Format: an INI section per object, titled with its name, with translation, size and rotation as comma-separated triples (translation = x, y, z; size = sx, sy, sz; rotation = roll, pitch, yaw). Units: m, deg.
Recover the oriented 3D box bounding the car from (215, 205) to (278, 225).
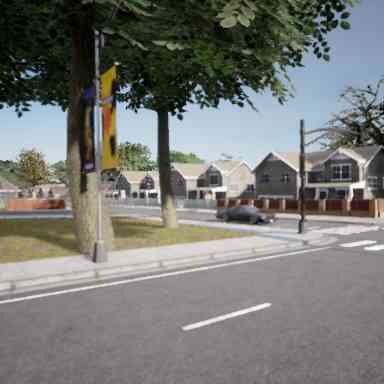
[car]
translation = 4.194, 1.768, 26.560
size = 2.033, 1.411, 5.357
rotation = -1, 0, -39
